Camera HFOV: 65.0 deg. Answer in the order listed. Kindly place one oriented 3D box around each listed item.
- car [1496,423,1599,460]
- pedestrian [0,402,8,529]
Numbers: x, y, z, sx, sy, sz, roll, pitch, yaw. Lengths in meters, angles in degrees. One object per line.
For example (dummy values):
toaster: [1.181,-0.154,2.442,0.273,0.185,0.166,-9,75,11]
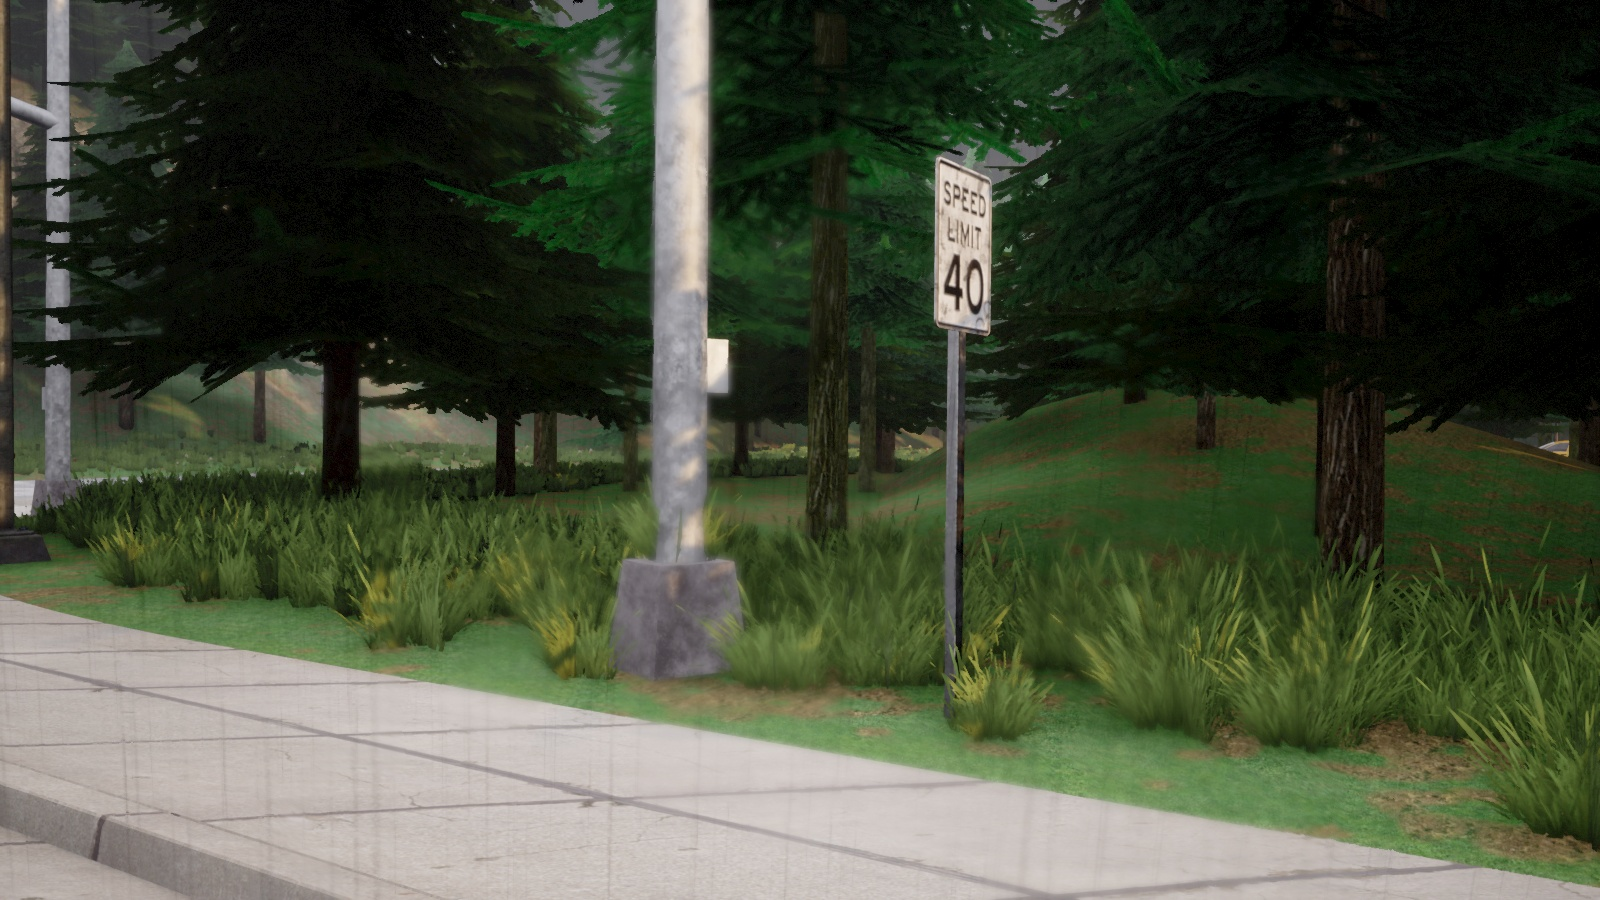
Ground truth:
car: [33.110,-0.368,54.063,5.366,1.575,1.801,0,1,33]
pedestrian: [-12.644,0.241,19.583,0.423,1.949,0.788,-1,1,-28]
